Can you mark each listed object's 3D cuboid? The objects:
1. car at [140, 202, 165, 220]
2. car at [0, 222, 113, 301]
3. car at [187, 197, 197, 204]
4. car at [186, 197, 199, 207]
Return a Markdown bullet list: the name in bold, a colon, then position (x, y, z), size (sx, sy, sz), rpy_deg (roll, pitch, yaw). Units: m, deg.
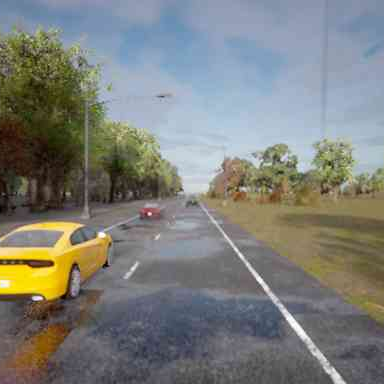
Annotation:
- **car**: position (-3.398, 1.616, 29.016), size (1.812, 1.442, 4.674), rpy_deg (0, 0, 0)
- **car**: position (-3.402, 1.504, 8.448), size (1.882, 1.535, 5.008), rpy_deg (0, 0, 0)
- **car**: position (0.009, 1.785, 73.085), size (1.994, 1.385, 4.181), rpy_deg (0, 0, 0)
- **car**: position (0.105, 1.525, 55.007), size (2.097, 1.767, 4.553), rpy_deg (0, 0, 0)
